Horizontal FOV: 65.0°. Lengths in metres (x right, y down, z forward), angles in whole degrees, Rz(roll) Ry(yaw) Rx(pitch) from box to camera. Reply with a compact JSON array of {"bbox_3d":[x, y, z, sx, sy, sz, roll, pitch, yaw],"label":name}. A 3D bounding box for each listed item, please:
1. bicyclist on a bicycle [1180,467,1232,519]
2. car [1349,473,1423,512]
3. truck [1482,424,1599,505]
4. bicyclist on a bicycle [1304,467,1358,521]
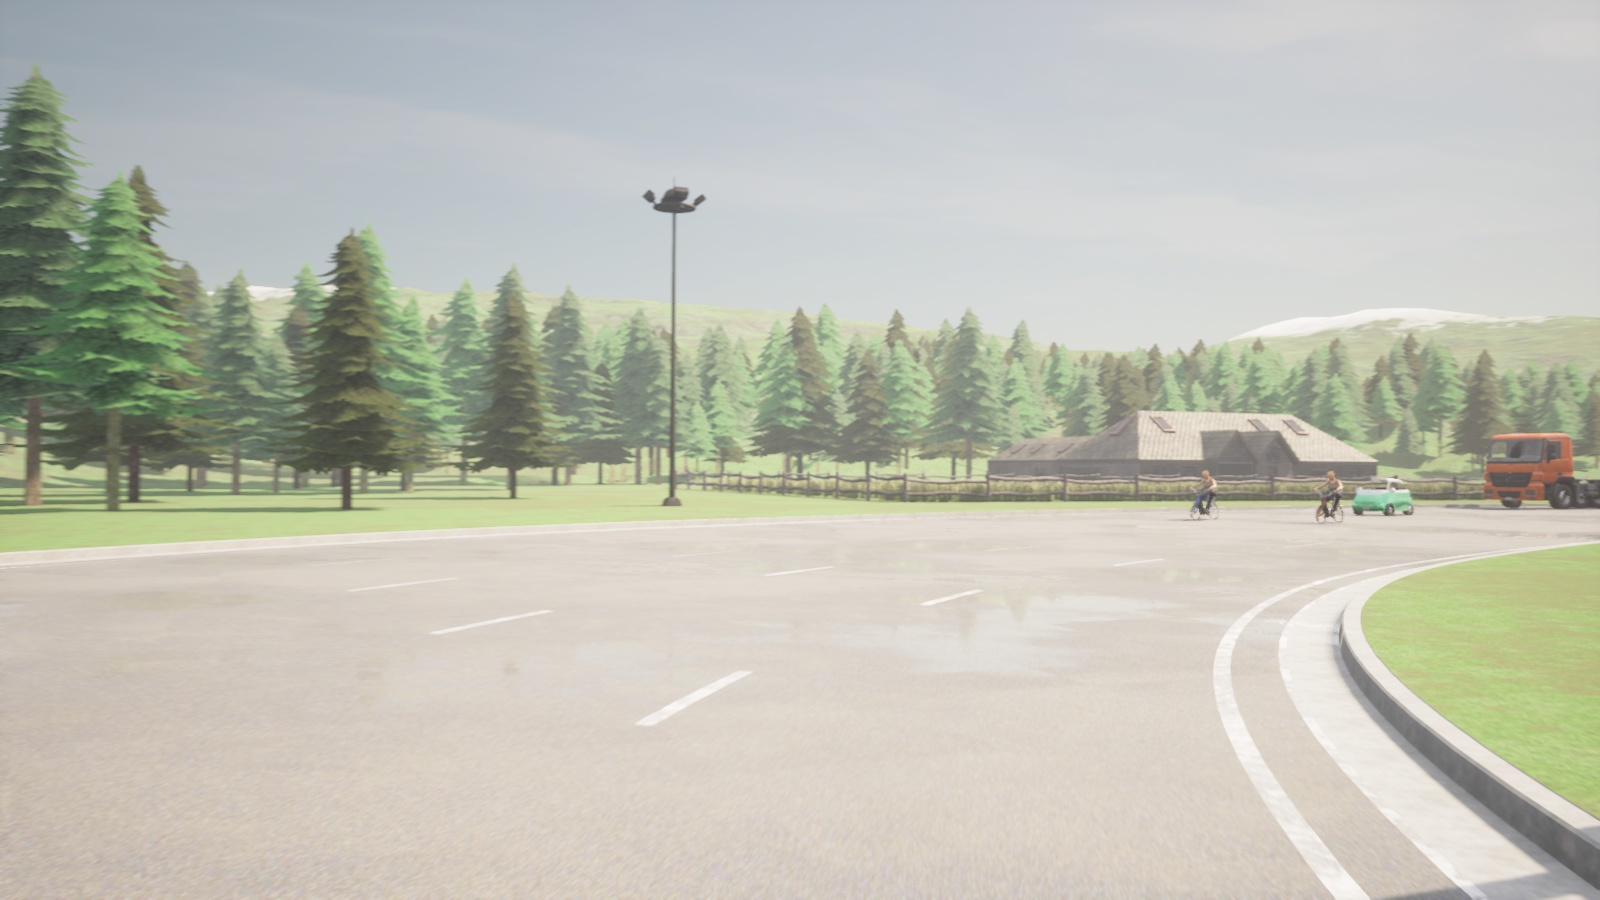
[{"bbox_3d":[13.009,1.358,40.255,1.509,1.612,0.866,1,-1,-37],"label":"bicyclist on a bicycle"},{"bbox_3d":[21.556,1.555,46.178,2.207,1.376,1.481,1,-1,-31],"label":"car"},{"bbox_3d":[35.150,0.665,57.065,7.936,3.462,2.891,0,-1,-22],"label":"truck"},{"bbox_3d":[16.179,1.321,38.265,1.509,1.612,0.866,1,-1,-37],"label":"bicyclist on a bicycle"}]
